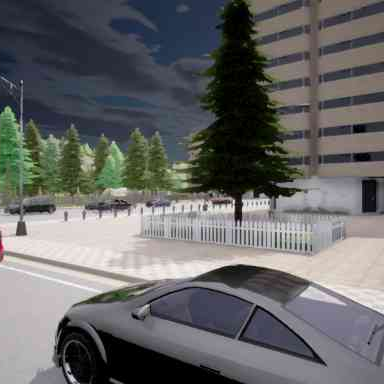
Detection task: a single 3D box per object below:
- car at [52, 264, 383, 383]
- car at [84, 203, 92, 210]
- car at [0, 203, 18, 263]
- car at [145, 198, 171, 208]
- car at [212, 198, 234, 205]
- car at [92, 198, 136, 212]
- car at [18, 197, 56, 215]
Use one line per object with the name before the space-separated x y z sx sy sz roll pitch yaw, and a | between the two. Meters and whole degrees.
car | 0.322 1.564 3.761 4.181 1.385 1.994 0 0 35
car | -10.675 1.547 41.422 2.033 1.411 5.357 0 0 35
car | -7.370 1.221 9.189 5.566 2.045 2.150 0 0 36
car | -4.989 1.564 49.395 1.994 1.385 4.181 0 0 36
car | 5.510 1.601 57.801 1.895 1.301 4.718 0 0 35
car | -8.550 1.505 38.028 1.837 1.490 4.892 0 0 35
car | -16.248 1.352 33.583 2.097 1.767 4.553 0 0 35
